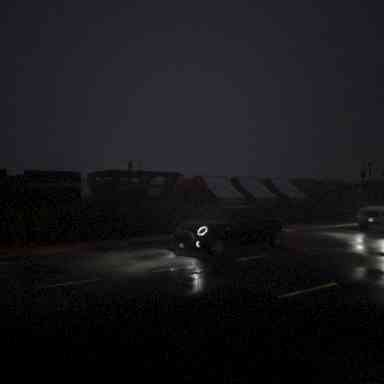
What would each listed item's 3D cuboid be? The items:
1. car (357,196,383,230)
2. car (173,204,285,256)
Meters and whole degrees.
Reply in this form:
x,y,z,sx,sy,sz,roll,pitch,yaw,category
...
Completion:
x,y,z,sx,sy,sz,roll,pitch,yaw,category
12.351,1.221,20.087,5.566,2.045,2.150,0,0,-32,car
1.518,1.351,13.220,4.553,1.767,2.097,0,0,-32,car
